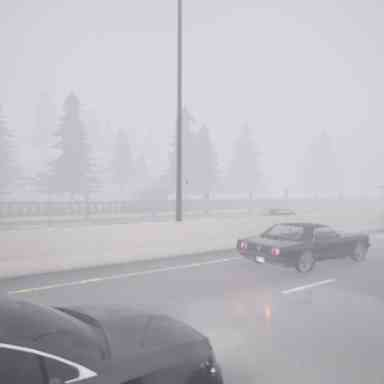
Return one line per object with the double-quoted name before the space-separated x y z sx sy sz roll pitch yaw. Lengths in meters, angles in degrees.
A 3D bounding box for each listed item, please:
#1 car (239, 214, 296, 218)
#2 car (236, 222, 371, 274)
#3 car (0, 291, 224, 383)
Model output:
"car" 4.840 1.664 20.303 4.718 1.301 1.895 0 0 -35
"car" 3.753 1.638 10.721 4.718 1.301 1.895 0 0 -35
"car" -1.956 1.504 2.351 4.892 1.490 1.837 0 0 -35
